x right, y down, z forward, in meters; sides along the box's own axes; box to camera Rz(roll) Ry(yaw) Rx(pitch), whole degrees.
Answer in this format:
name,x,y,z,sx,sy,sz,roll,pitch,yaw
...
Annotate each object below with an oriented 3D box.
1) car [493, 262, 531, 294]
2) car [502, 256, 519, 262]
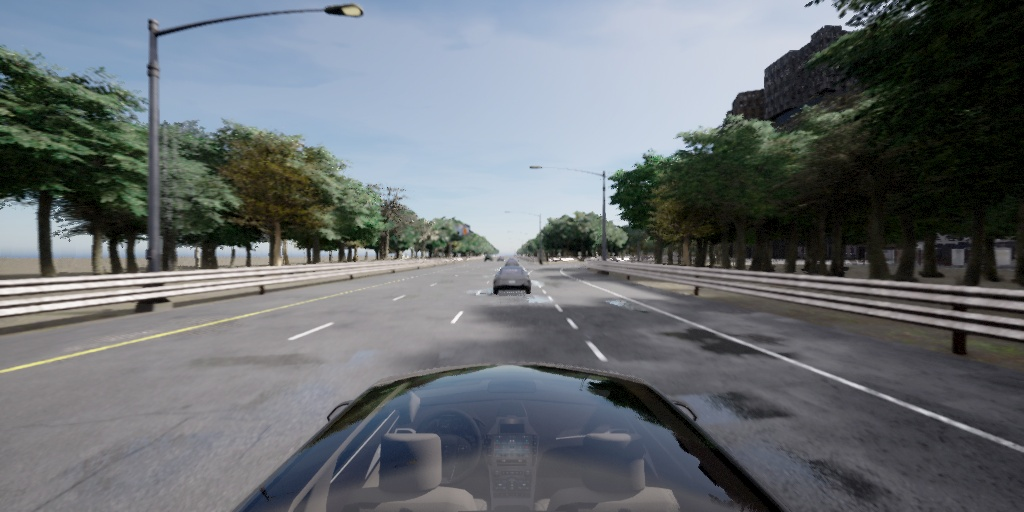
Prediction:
name,x,y,z,sx,sy,sz,roll,pitch,yaw
car,0.001,1.246,19.846,1.994,1.385,4.181,0,0,0
car,0.010,1.132,50.007,1.994,1.385,4.181,0,0,0
